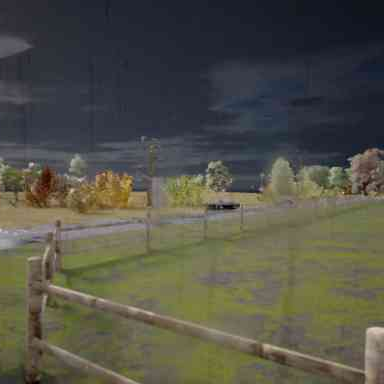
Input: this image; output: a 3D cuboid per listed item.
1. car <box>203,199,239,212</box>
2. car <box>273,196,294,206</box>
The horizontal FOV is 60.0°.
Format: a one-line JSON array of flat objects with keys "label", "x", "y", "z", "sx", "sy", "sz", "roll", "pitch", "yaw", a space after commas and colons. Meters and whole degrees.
[{"label": "car", "x": 3.167, "y": 1.429, "z": 35.499, "sx": 1.895, "sy": 1.301, "sz": 4.718, "roll": 0, "pitch": 0, "yaw": 36}, {"label": "car", "x": 13.853, "y": 1.378, "z": 50.075, "sx": 1.837, "sy": 1.490, "sz": 4.892, "roll": 0, "pitch": 0, "yaw": 36}]
